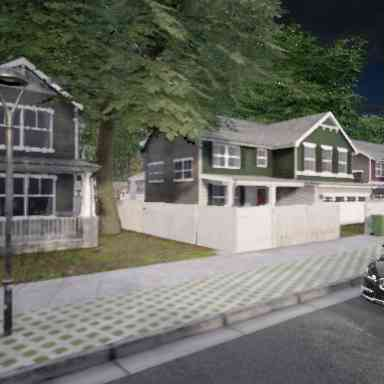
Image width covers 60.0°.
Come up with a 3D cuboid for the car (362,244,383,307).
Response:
[{"bbox_3d":[5.473,1.508,6.976,4.892,1.490,1.837,0,0,-35],"label":"car"}]
